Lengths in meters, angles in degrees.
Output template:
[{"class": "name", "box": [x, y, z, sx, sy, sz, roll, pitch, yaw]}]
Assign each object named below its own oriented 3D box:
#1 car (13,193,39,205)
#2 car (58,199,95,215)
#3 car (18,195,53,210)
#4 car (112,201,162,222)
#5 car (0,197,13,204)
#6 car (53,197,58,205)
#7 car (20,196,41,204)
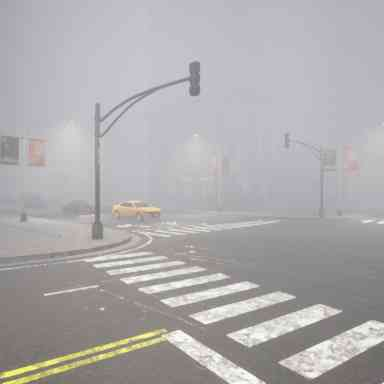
[{"class": "car", "box": [-26.167, 1.197, 53.320, 5.566, 2.045, 2.150, 0, 0, 45]}, {"class": "car", "box": [-11.464, 1.548, 33.702, 1.994, 1.385, 4.181, 0, 0, -45]}, {"class": "car", "box": [-19.883, 1.480, 42.158, 1.837, 1.490, 4.892, 0, 1, -45]}, {"class": "car", "box": [-4.454, 1.466, 26.678, 1.882, 1.535, 5.008, 0, 0, -45]}, {"class": "car", "box": [-33.750, 1.531, 60.913, 1.994, 1.385, 4.181, 0, 0, -45]}, {"class": "car", "box": [-23.142, 1.544, 54.900, 4.181, 1.385, 1.994, 0, 0, 44]}, {"class": "car", "box": [-30.096, 1.451, 61.853, 1.882, 1.535, 5.008, 0, 0, -45]}]
